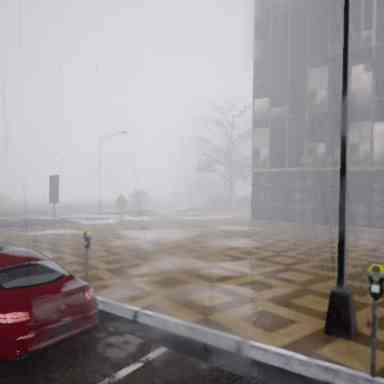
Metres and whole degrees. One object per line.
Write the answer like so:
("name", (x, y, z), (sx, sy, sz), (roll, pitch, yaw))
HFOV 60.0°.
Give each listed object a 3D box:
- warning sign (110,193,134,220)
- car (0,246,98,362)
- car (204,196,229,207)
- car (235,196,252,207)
("warning sign", (-5.099, 1.035, 24.101), (1.300, 1.860, 1.060), (1, 1, 34))
("car", (-3.274, 1.547, 5.361), (4.206, 1.307, 1.802), (0, 1, 36))
("car", (3.598, 1.254, 46.990), (2.128, 1.511, 4.902), (1, 1, 35))
("car", (7.871, 1.343, 47.715), (1.812, 1.442, 4.674), (1, 1, 35))
